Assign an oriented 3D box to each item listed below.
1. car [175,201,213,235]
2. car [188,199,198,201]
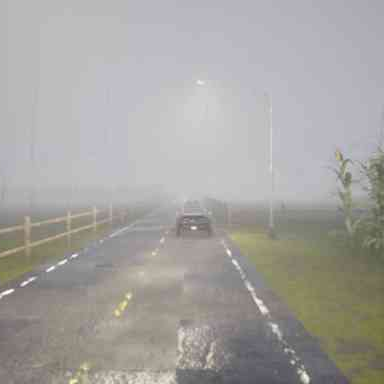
[{"bbox_3d":[0.096,1.507,18.693,1.837,1.490,4.892,0,0,0],"label":"car"},{"bbox_3d":[0.091,1.569,41.205,1.994,1.385,4.181,0,0,0],"label":"car"}]
